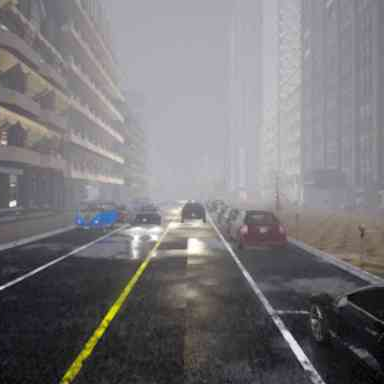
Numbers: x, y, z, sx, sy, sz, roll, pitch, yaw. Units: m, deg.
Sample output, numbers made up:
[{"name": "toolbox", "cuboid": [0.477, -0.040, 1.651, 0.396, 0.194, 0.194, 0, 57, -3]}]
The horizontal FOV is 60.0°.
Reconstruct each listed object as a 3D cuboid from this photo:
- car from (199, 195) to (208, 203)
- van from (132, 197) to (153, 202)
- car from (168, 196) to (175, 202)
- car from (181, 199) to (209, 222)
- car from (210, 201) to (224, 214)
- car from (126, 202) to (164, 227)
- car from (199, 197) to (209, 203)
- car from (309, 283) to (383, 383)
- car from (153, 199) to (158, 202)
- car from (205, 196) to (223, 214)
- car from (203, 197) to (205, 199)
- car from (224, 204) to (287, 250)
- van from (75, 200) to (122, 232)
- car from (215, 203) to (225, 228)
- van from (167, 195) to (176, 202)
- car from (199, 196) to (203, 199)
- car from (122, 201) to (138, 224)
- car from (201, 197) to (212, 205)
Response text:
[{"name": "car", "cuboid": [2.733, 1.598, 80.757, 2.192, 1.841, 5.009, 0, 0, 0]}, {"name": "van", "cuboid": [-5.669, 1.452, 36.578, 1.690, 1.788, 3.998, 0, 0, 0]}, {"name": "car", "cuboid": [-5.643, 1.857, 91.636, 1.752, 1.417, 4.829, 0, 0, 0]}, {"name": "car", "cuboid": [0.114, 1.558, 26.927, 1.882, 1.535, 5.008, 0, 0, 0]}, {"name": "car", "cuboid": [2.706, 1.627, 25.528, 2.008, 1.369, 4.403, 0, 0, 0]}, {"name": "car", "cuboid": [-3.069, 1.634, 23.522, 1.994, 1.385, 4.181, 0, 0, 0]}, {"name": "car", "cuboid": [2.730, 1.811, 75.232, 2.008, 1.369, 4.403, 0, 0, 0]}, {"name": "car", "cuboid": [2.696, 1.576, 3.436, 1.947, 1.339, 4.313, 0, 0, 0]}, {"name": "car", "cuboid": [-5.664, 1.701, 47.623, 2.008, 1.369, 4.403, 0, 0, 0]}, {"name": "car", "cuboid": [2.712, 1.551, 36.573, 1.967, 1.590, 4.097, 0, 0, 0]}, {"name": "car", "cuboid": [2.717, 1.716, 47.619, 1.947, 1.339, 4.313, 0, 0, 0]}, {"name": "car", "cuboid": [2.701, 1.482, 14.482, 1.967, 1.590, 4.097, 0, 0, 0]}, {"name": "van", "cuboid": [-5.677, 1.400, 20.010, 1.690, 1.788, 3.998, 0, 0, 0]}, {"name": "car", "cuboid": [2.704, 1.610, 20.005, 2.008, 1.369, 4.403, 0, 0, 0]}, {"name": "van", "cuboid": [-5.645, 1.649, 86.283, 1.690, 1.788, 3.998, 0, 0, 0]}, {"name": "car", "cuboid": [0.123, 1.690, 45.626, 2.033, 1.411, 5.357, 0, 0, 0]}, {"name": "car", "cuboid": [-5.675, 1.621, 25.532, 1.887, 1.381, 4.507, 0, 0, 0]}, {"name": "car", "cuboid": [2.725, 1.766, 64.187, 2.008, 1.369, 4.403, 0, 0, 0]}]
